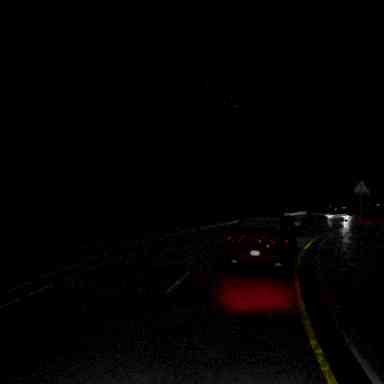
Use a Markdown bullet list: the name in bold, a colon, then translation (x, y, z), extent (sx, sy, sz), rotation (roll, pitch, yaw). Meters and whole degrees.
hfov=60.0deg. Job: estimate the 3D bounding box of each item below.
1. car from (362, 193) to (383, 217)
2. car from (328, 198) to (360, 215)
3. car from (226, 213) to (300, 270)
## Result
- **car**: translation (16.779, 1.116, 28.291), extent (5.566, 2.045, 2.150), rotation (0, 1, -43)
- **car**: translation (14.943, 1.342, 32.186), extent (4.892, 1.490, 1.837), rotation (0, 1, -43)
- **car**: translation (2.487, 1.427, 11.082), extent (1.882, 1.535, 5.008), rotation (0, 1, 19)
